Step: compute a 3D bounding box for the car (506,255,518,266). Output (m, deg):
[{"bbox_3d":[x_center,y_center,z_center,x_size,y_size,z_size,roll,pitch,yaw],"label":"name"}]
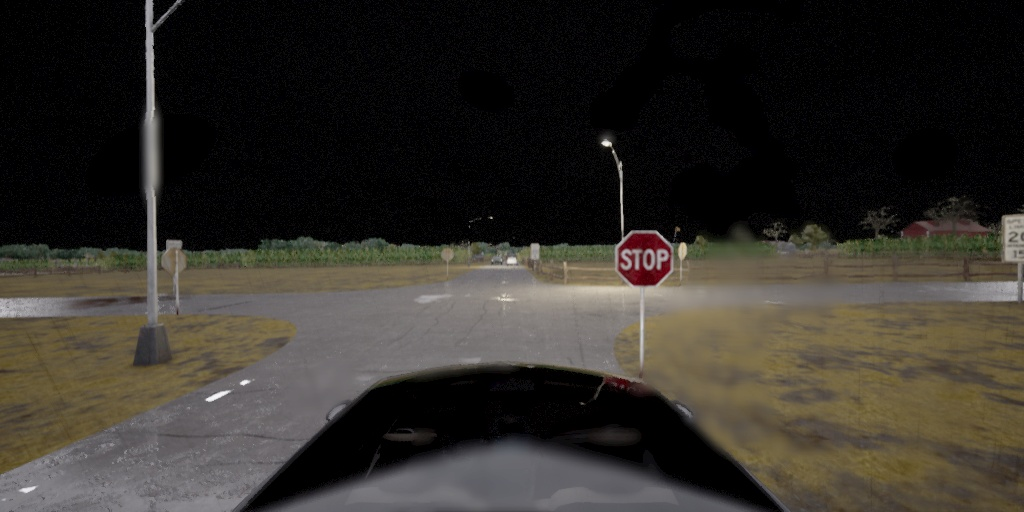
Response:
[{"bbox_3d":[0.009,0.939,61.884,1.812,1.442,4.674,0,0,0],"label":"car"}]
